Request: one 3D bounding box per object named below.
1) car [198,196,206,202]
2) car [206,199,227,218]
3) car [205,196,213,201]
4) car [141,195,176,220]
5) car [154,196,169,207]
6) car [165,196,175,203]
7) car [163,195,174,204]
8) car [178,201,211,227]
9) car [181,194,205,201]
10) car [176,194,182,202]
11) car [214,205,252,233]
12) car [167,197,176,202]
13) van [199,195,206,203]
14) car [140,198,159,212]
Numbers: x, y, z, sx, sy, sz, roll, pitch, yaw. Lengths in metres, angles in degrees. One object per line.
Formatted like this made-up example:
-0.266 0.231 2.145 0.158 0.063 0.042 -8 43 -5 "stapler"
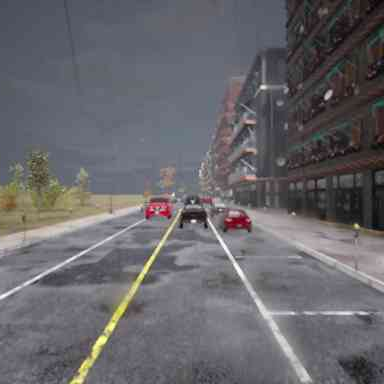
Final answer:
2.580 1.820 86.635 1.967 1.590 4.097 1 0 0 "car"
2.576 1.688 31.186 2.008 1.369 4.403 1 0 0 "car"
2.580 1.573 58.911 2.192 1.841 5.009 1 0 0 "car"
-2.848 1.352 29.882 2.150 2.045 5.566 0 0 0 "car"
-5.300 1.571 58.545 2.192 1.841 5.009 1 0 0 "car"
-5.301 1.794 80.689 1.967 1.590 4.097 1 0 0 "car"
-5.300 1.644 75.153 2.192 1.841 5.009 1 0 0 "car"
0.102 1.609 23.477 1.837 1.490 4.892 0 0 0 "car"
0.101 1.399 41.710 2.150 2.045 5.566 0 -1 0 "car"
-2.746 1.534 72.350 2.150 2.045 5.566 0 0 0 "car"
2.575 1.670 20.096 1.802 1.307 4.206 1 0 0 "car"
-5.302 1.929 86.225 2.008 1.369 4.403 1 0 0 "car"
2.580 1.697 81.090 1.690 1.788 3.998 1 0 0 "van"
-5.303 1.624 41.935 1.967 1.590 4.097 1 0 0 "car"
